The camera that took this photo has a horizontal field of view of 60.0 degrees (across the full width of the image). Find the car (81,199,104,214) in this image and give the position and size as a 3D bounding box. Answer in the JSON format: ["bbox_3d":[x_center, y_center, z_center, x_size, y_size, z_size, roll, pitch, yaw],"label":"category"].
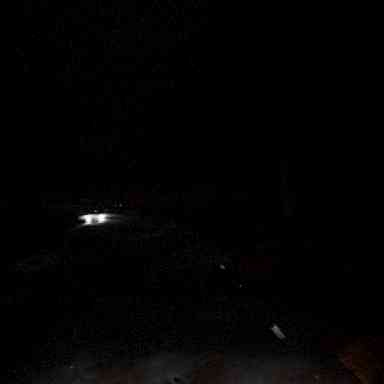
[{"bbox_3d":[-11.380,1.824,38.482,1.895,1.301,4.718,-2,0,-22],"label":"car"}]

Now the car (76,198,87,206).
[{"bbox_3d":[-19.957,1.878,61.064,1.812,1.442,4.674,-2,1,-34],"label":"car"}]

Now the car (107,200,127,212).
[{"bbox_3d":[-9.648,1.695,42.562,2.033,1.411,5.357,-2,0,-24],"label":"car"}]
